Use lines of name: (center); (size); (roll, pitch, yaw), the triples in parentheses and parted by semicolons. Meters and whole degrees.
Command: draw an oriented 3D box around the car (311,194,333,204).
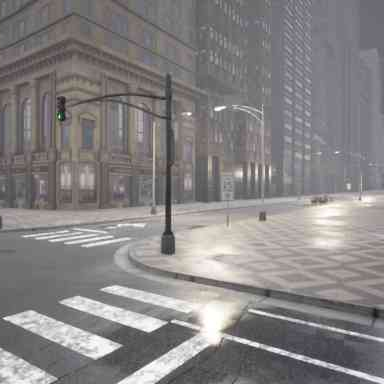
car: (17.517, 0.956, 44.534); (1.895, 1.301, 4.718); (0, 1, 36)
